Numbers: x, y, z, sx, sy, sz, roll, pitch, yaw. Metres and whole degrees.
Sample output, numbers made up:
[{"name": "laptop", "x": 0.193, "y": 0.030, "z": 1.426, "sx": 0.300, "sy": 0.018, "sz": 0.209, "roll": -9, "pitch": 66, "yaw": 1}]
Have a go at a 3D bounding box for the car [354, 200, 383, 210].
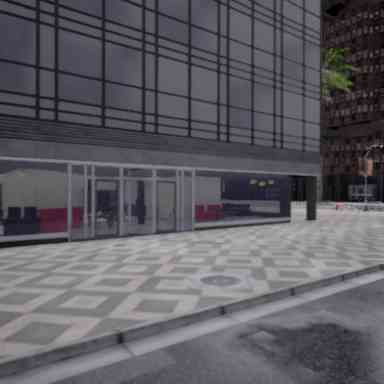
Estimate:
[{"name": "car", "x": 22.975, "y": 1.702, "z": 41.447, "sx": 1.895, "sy": 1.301, "sz": 4.718, "roll": 0, "pitch": 0, "yaw": -36}]
